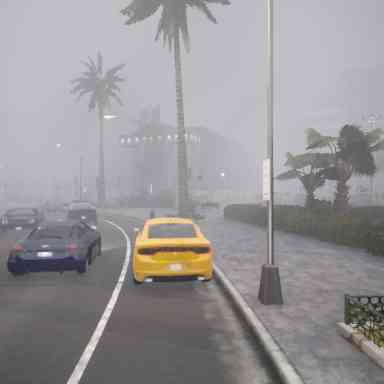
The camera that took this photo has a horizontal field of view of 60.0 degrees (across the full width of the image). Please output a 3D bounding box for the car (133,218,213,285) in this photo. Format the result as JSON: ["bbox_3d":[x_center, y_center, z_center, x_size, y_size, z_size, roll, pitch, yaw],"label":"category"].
[{"bbox_3d":[-0.674,1.477,9.661,1.882,1.535,5.008,0,0,-7],"label":"car"}]

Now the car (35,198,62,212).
[{"bbox_3d":[-14.576,1.589,34.501,1.895,1.301,4.718,0,0,-39],"label":"car"}]

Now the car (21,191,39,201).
[{"bbox_3d":[-33.931,1.226,68.961,4.553,1.767,2.185,0,0,24],"label":"car"}]

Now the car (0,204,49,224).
[{"bbox_3d":[-9.758,1.593,19.455,1.895,1.301,4.718,0,0,-19],"label":"car"}]

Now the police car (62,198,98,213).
[{"bbox_3d":[-7.928,1.419,23.545,1.930,1.638,5.238,0,0,-23],"label":"police car"}]

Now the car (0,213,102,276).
[{"bbox_3d":[-4.034,1.560,10.420,1.994,1.385,4.181,0,0,-9],"label":"car"}]
